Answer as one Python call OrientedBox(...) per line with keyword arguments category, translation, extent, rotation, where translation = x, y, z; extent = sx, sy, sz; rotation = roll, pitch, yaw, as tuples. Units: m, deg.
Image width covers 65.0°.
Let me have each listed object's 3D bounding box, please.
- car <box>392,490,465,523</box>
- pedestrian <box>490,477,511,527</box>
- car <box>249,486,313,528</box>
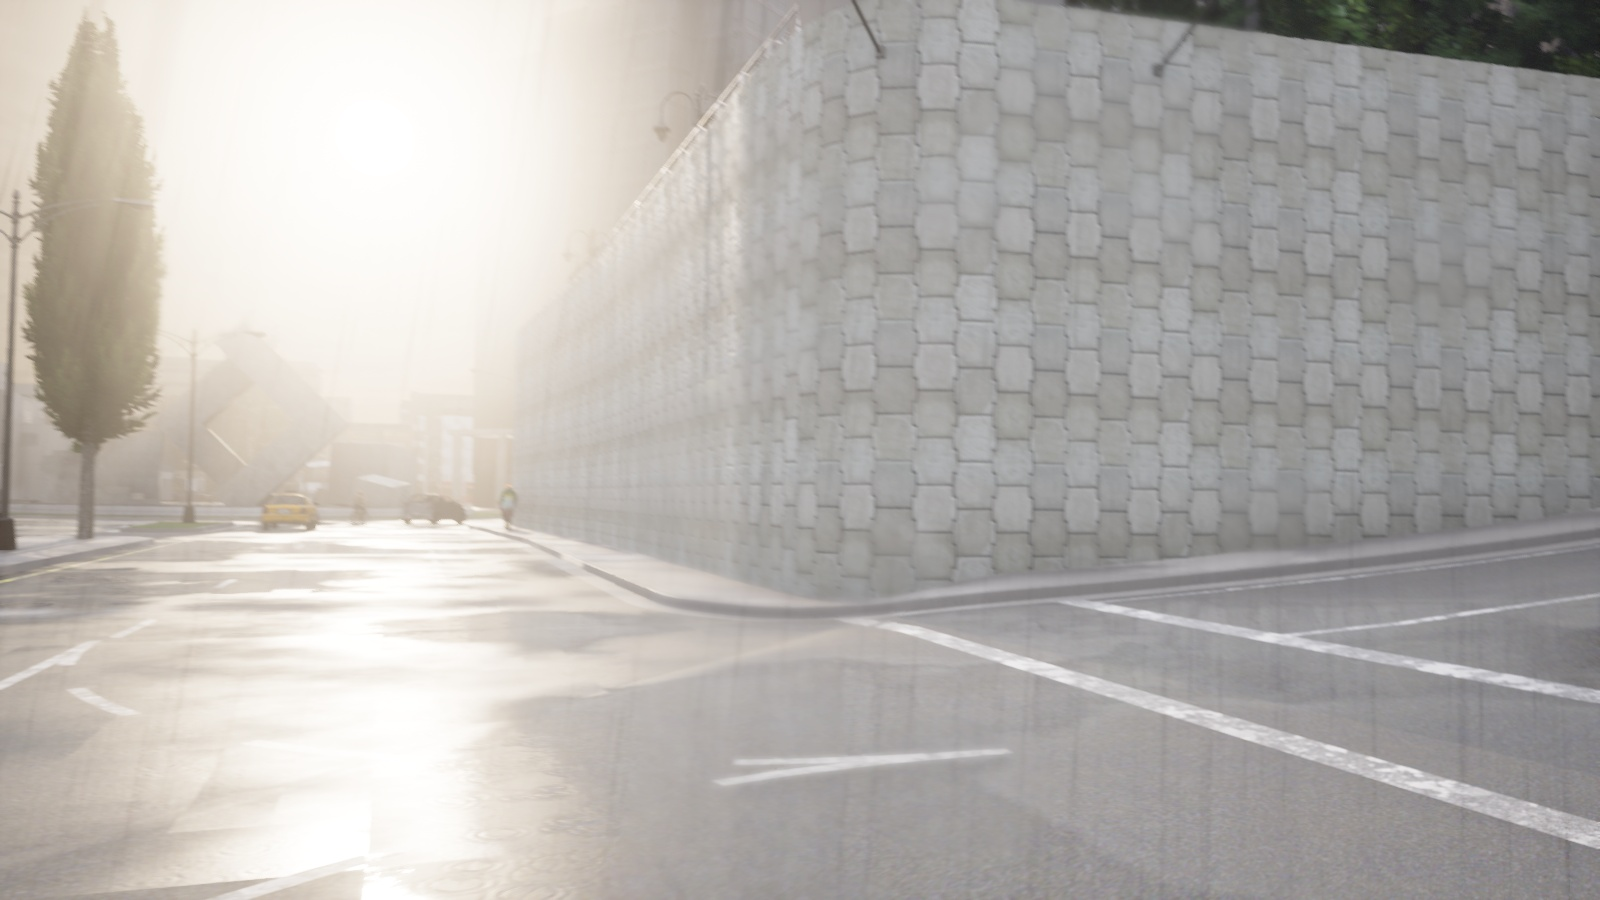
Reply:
OrientedBox(category="car", translation=(-18.111, 2.744, 61.359), extent=(1.845, 1.501, 3.633), rotation=(0, -2, 13))
OrientedBox(category="pedestrian", translation=(-11.819, 2.067, 49.574), extent=(0.659, 1.952, 0.873), rotation=(2, -2, -21))
OrientedBox(category="car", translation=(-20.814, 2.250, 50.532), extent=(1.801, 1.575, 5.366), rotation=(1, -2, -16))
